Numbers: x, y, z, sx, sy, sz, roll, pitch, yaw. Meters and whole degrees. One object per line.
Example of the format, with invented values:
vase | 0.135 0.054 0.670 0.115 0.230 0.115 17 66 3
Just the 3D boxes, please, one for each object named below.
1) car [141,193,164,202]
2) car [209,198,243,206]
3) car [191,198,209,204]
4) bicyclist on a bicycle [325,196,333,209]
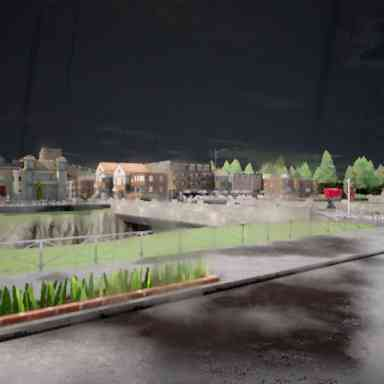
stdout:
car | -7.183 1.241 59.183 2.150 2.045 5.566 0 0 -36
car | 4.585 1.543 42.674 1.994 1.385 4.181 0 0 -36
car | 1.870 1.578 53.456 1.895 1.301 4.718 0 0 -36
bicyclist on a bicycle | 16.594 1.322 40.362 1.656 1.620 0.582 0 0 -36
